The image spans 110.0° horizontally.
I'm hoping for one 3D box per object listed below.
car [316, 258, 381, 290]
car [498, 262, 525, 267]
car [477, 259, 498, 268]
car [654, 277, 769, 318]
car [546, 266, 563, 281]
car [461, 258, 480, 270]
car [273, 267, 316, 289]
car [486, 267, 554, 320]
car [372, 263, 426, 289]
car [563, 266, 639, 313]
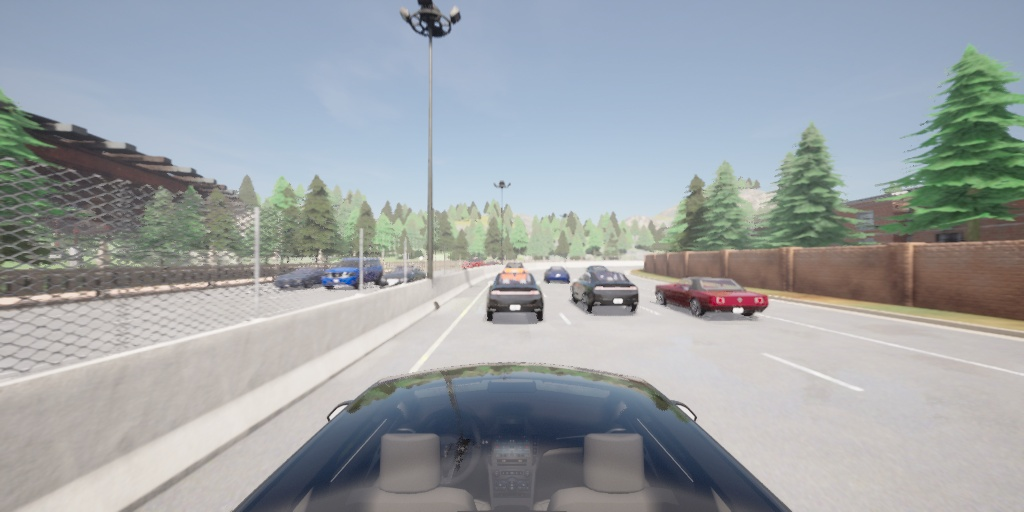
[{"bbox_3d":[-10.535,1.136,24.333,2.150,2.045,5.566,0,0,1],"label":"car"},{"bbox_3d":[0.299,1.308,29.925,2.097,1.767,4.553,0,0,3],"label":"car"},{"bbox_3d":[-3.744,1.676,63.193,1.882,1.535,5.008,0,0,21],"label":"car"},{"bbox_3d":[7.100,1.436,13.466,1.895,1.301,4.718,0,0,0],"label":"car"},{"bbox_3d":[3.842,1.526,30.842,1.994,1.385,4.181,0,0,3],"label":"car"},{"bbox_3d":[-7.073,1.428,64.333,2.150,2.045,5.566,0,0,21],"label":"car"},{"bbox_3d":[-14.043,1.468,25.010,2.033,1.411,5.357,0,0,1],"label":"car"},{"bbox_3d":[0.099,1.323,12.966,2.128,1.511,4.902,0,0,0],"label":"car"},{"bbox_3d":[-7.027,1.401,23.589,2.128,1.511,4.902,0,0,1],"label":"car"},{"bbox_3d":[3.599,1.335,14.571,2.128,1.511,4.902,0,0,0],"label":"car"}]
